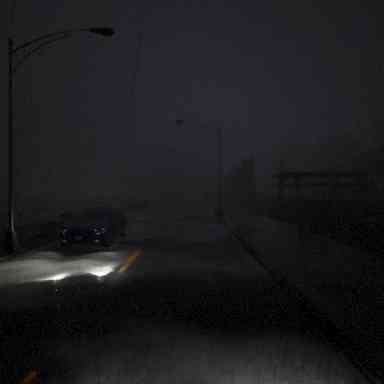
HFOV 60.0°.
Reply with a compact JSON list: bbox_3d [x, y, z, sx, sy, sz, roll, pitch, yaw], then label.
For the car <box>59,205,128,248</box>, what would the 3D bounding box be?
[{"bbox_3d":[-4.101,1.389,14.531,1.882,1.535,5.008,0,0,0],"label":"car"}]
